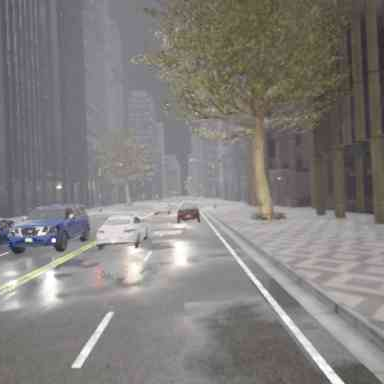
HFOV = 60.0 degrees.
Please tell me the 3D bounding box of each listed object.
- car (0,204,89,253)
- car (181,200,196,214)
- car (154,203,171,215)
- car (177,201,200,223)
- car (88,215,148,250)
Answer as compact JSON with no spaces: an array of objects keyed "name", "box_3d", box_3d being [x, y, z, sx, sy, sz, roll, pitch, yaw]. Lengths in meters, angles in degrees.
[{"name":"car","box_3d":[-6.737,1.662,16.443,2.150,2.045,5.566,-2,-1,-1]},{"name":"car","box_3d":[-0.490,1.946,44.224,1.882,1.535,5.008,-2,-1,0]},{"name":"car","box_3d":[-3.658,2.106,42.494,1.812,1.442,4.674,-2,-1,-1]},{"name":"car","box_3d":[-0.289,1.779,28.744,1.882,1.535,5.008,-2,-1,0]},{"name":"car","box_3d":[-3.271,1.821,16.060,1.812,1.442,4.674,-2,-1,-1]}]
